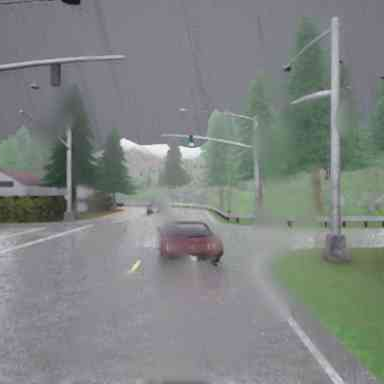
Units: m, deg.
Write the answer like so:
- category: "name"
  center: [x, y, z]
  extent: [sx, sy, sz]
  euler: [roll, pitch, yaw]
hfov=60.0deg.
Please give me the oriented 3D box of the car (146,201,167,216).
- category: "car"
  center: [-3.639, 1.665, 34.939]
  extent: [2.128, 1.511, 4.902]
  euler: [0, 0, -1]

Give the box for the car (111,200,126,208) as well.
- category: "car"
  center: [-13.017, 1.879, 52.832]
  extent: [4.718, 1.301, 1.895]
  euler: [0, 0, 7]

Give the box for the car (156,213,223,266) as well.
- category: "car"
  center: [-0.289, 1.664, 11.860]
  extent: [1.895, 1.301, 4.718]
  euler: [0, 0, -8]
